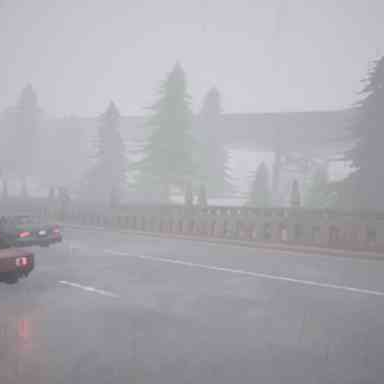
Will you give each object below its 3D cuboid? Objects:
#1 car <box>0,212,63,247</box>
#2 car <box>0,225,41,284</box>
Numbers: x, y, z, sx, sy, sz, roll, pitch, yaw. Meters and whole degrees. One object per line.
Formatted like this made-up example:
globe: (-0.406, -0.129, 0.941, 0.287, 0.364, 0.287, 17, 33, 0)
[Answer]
car: (-7.539, 1.544, 13.667, 5.357, 1.411, 2.033, 0, 0, 35)
car: (-6.031, 1.598, 8.293, 4.718, 1.301, 1.895, 0, 0, 35)
